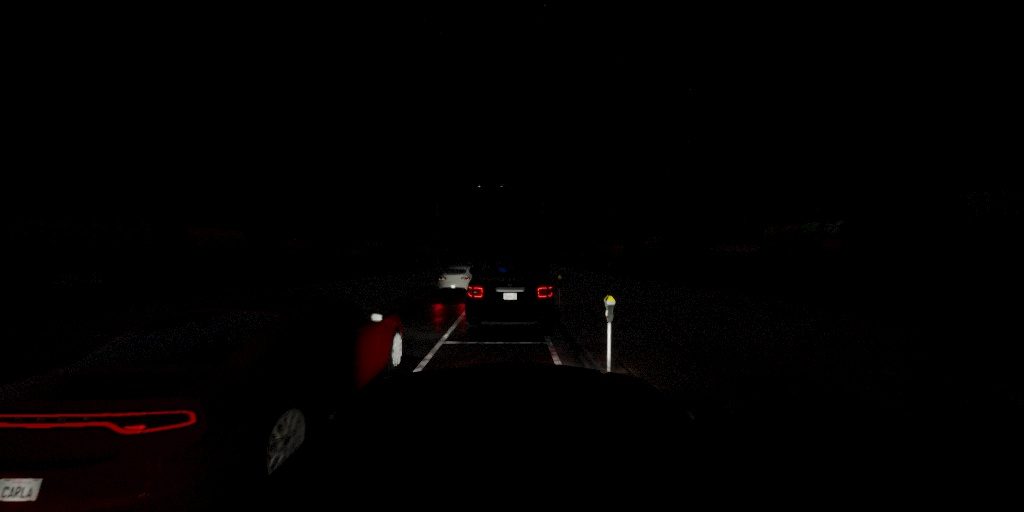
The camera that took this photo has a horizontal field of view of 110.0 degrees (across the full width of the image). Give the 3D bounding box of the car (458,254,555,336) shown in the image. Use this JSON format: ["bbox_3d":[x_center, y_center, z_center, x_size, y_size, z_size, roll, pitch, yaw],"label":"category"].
[{"bbox_3d":[-0.038,0.975,10.532,2.150,2.045,5.566,0,0,0],"label":"car"}]

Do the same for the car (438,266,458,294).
[{"bbox_3d":[-2.920,1.268,20.083,1.812,1.442,4.674,0,0,0],"label":"car"}]

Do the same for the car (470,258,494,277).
[{"bbox_3d":[-3.018,1.088,36.670,2.097,1.767,4.553,0,0,0],"label":"car"}]

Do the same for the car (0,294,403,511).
[{"bbox_3d":[-2.920,1.226,4.601,1.882,1.535,5.008,0,0,0],"label":"car"}]
